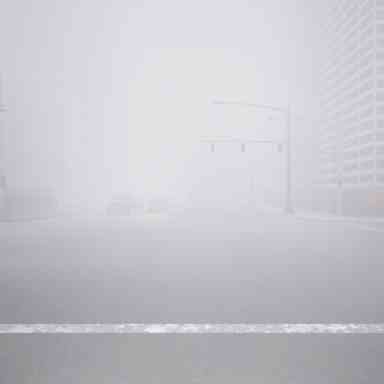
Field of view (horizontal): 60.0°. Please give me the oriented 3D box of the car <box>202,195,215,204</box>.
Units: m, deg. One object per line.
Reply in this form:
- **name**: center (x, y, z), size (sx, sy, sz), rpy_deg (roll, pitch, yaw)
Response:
- **car**: center (3.459, 1.526, 64.690), size (1.812, 1.442, 4.674), rpy_deg (0, 0, 0)

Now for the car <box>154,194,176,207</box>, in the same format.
- **car**: center (-3.695, 1.352, 46.690), size (2.097, 1.767, 4.553), rpy_deg (0, 0, 0)

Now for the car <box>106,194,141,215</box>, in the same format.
- **car**: center (-7.156, 1.221, 34.551), size (2.150, 2.045, 5.566), rpy_deg (0, 0, 2)

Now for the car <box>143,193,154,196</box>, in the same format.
- **car**: center (-7.206, 1.221, 55.326), size (2.150, 2.045, 5.566), rpy_deg (0, 0, 0)

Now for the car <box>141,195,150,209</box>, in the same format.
- **car**: center (-7.195, 1.547, 44.802), size (2.033, 1.411, 5.357), rpy_deg (0, 0, 0)

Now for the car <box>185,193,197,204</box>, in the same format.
- **car**: center (-0.135, 1.221, 63.770), size (2.150, 2.045, 5.566), rpy_deg (0, 0, 0)

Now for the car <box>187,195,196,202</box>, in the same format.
- **car**: center (-0.158, 1.382, 74.441), size (1.994, 1.385, 4.181), rpy_deg (0, 0, 0)

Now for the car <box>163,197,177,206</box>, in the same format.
- **car**: center (-3.707, 1.564, 56.503), size (1.994, 1.385, 4.181), rpy_deg (0, 0, 0)

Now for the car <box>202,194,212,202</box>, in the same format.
- **car**: center (3.345, 1.355, 74.593), size (2.097, 1.767, 4.553), rpy_deg (0, 0, 0)

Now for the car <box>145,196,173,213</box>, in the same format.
- **car**: center (-3.680, 1.491, 37.473), size (2.128, 1.511, 4.902), rpy_deg (0, 0, 0)
